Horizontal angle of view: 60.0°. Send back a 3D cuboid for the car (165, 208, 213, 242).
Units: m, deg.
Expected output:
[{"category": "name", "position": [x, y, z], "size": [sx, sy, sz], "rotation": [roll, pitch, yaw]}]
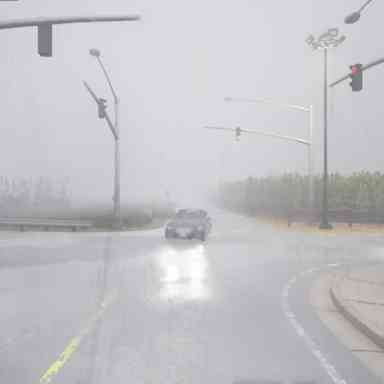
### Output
[{"category": "car", "position": [-0.017, 1.592, 16.993], "size": [2.128, 1.511, 4.902], "rotation": [0, 1, 9]}]
